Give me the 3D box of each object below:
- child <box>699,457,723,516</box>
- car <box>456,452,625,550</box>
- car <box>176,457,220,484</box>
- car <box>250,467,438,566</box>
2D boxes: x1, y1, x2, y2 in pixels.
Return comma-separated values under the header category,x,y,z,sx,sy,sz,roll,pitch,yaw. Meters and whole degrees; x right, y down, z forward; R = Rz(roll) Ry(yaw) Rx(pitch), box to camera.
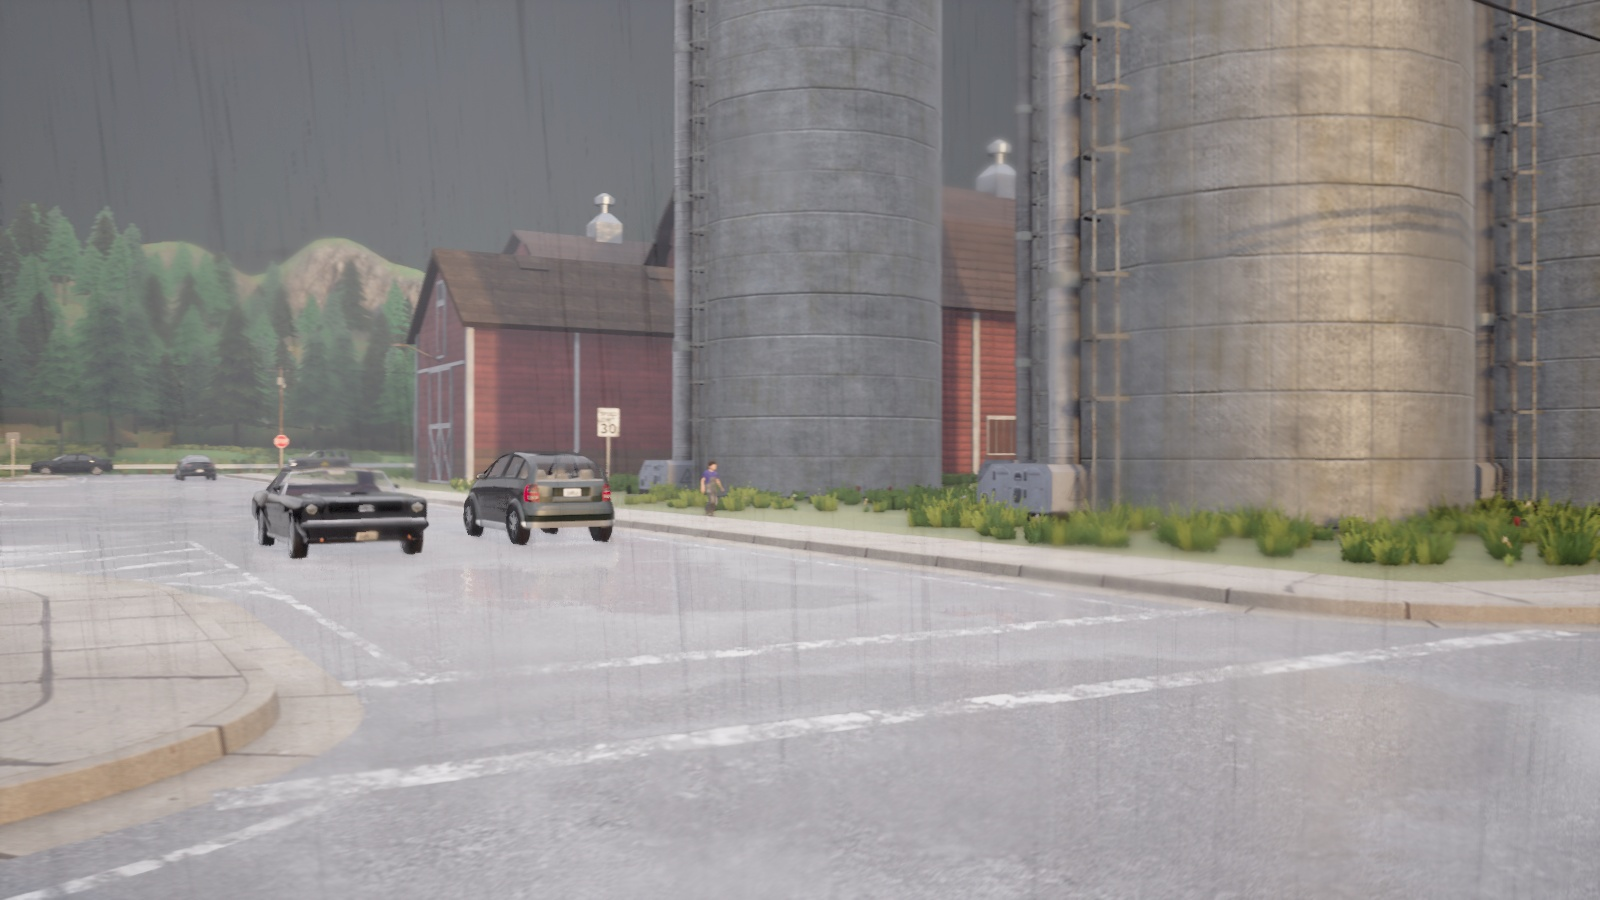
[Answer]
category,x,y,z,sx,sy,sz,roll,pitch,yaw
child,-1.919,0.787,27.094,0.437,1.263,0.270,0,0,43
car,-4.649,0.820,22.097,1.789,1.549,3.705,0,0,-31
car,-34.336,1.144,71.585,1.812,1.442,4.674,0,0,-31
car,-7.232,0.941,19.604,1.895,1.301,4.718,0,0,-31
